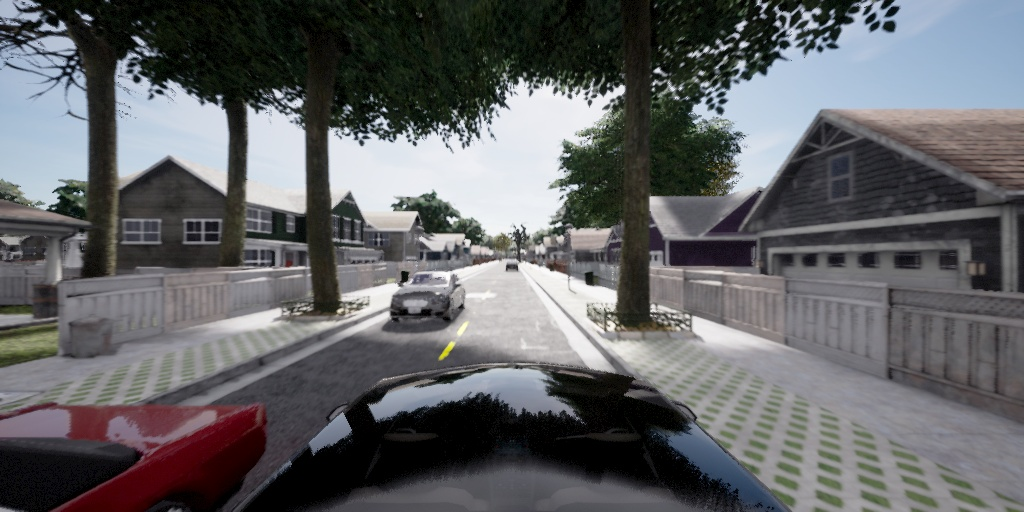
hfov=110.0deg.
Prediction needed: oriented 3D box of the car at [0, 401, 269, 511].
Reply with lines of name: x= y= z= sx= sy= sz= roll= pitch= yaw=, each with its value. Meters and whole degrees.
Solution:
car: x=-2.835 y=1.347 z=0.542 sx=1.895 sy=1.301 sz=4.718 roll=0 pitch=0 yaw=0

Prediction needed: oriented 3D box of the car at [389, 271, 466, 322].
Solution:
car: x=-2.751 y=1.281 z=12.591 sx=2.128 sy=1.511 sz=4.902 roll=0 pitch=0 yaw=0

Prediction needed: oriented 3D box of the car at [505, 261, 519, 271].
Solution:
car: x=0.001 y=1.427 z=53.124 sx=1.882 sy=1.535 sz=5.008 roll=0 pitch=0 yaw=0
